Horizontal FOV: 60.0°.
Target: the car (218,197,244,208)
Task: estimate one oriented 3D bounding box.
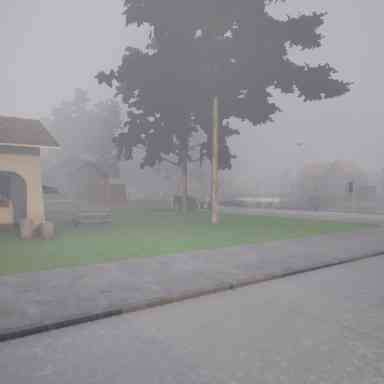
[{"bbox_3d":[5.662,1.525,48.895,1.812,1.442,4.674,0,0,-36],"label":"car"}]
